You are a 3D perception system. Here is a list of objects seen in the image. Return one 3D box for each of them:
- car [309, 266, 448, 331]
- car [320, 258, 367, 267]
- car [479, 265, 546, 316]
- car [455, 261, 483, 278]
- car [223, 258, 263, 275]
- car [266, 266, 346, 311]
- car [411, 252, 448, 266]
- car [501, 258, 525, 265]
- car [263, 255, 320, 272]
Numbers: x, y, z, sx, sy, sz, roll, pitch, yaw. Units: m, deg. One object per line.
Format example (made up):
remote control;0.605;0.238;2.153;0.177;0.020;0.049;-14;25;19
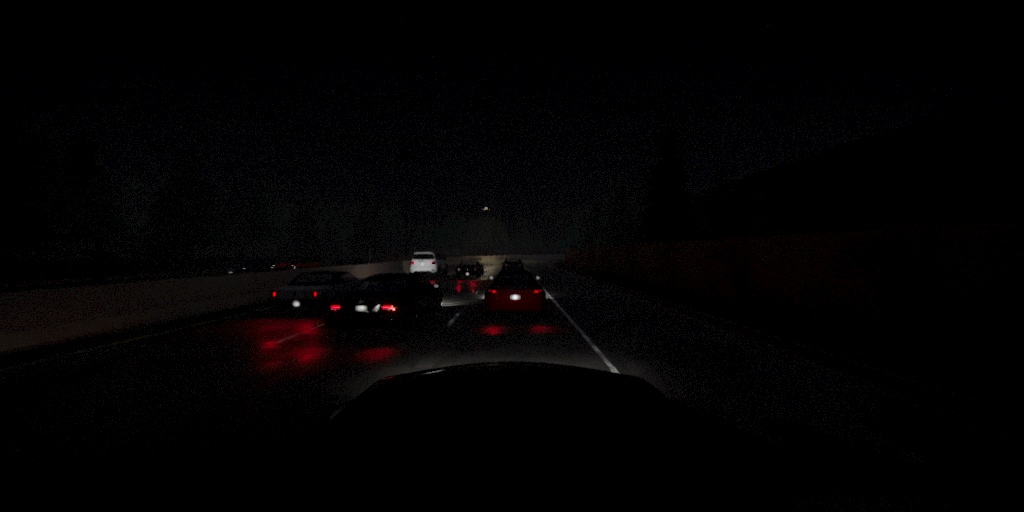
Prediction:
car;-3.402;1.202;10.602;2.033;1.411;5.357;0;1;0
car;-14.098;0.941;30.872;1.837;1.490;4.892;0;1;0
car;0.098;1.194;12.811;1.994;1.385;4.181;0;1;0
car;-3.404;1.050;29.615;1.895;1.301;4.718;0;1;0
car;-21.098;0.945;29.345;2.128;1.511;4.902;0;1;0
car;-6.902;1.222;13.698;1.895;1.301;4.718;0;1;0
car;-6.904;0.663;30.306;2.150;2.045;5.566;0;1;0
car;0.095;0.924;31.138;2.128;1.511;4.902;0;1;0
car;-17.598;0.804;29.441;2.097;1.767;4.553;0;1;0
